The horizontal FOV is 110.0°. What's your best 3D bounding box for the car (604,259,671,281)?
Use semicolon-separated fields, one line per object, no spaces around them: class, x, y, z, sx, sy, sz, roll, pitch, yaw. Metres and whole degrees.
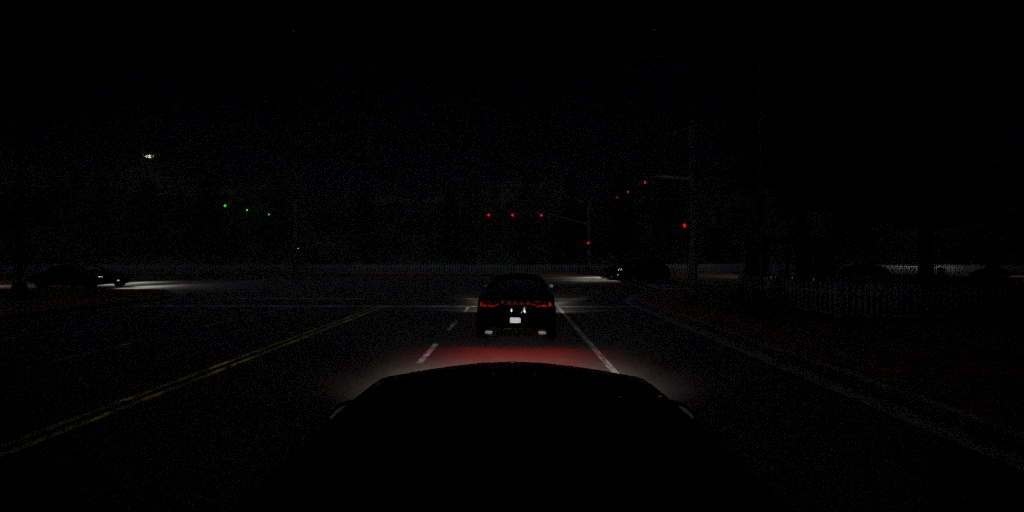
car;10.170;1.046;28.710;4.553;1.767;2.097;0;0;-5

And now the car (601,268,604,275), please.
car;10.300;1.259;32.579;4.181;1.385;1.994;0;0;0

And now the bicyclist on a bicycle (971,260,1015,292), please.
bicyclist on a bicycle;22.821;0.995;17.030;0.582;1.620;1.656;0;0;0

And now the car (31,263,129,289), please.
car;-26.580;1.220;22.081;4.674;1.442;1.812;0;0;0

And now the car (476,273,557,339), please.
car;0.173;1.228;10.168;1.882;1.535;5.008;0;0;2

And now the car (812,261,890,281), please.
car;27.516;1.220;28.871;4.674;1.442;1.812;0;0;2
